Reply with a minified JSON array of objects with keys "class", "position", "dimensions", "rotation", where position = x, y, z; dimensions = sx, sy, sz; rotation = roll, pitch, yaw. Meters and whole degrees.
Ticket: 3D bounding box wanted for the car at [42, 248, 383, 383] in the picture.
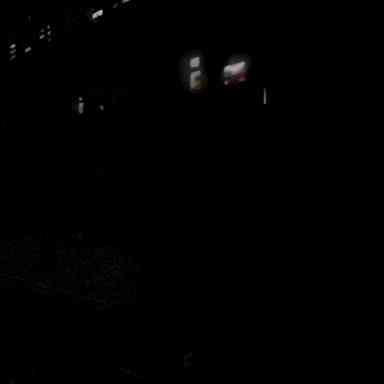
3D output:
[{"class":"car","position":[1.188,1.316,2.043],"dimensions":[5.009,1.841,2.192],"rotation":[0,-1,36]}]
